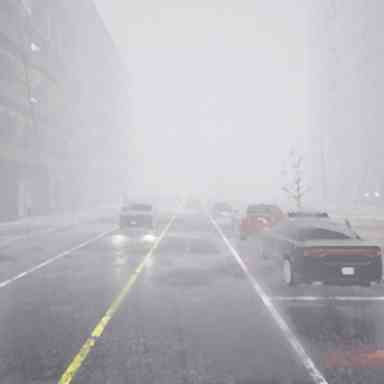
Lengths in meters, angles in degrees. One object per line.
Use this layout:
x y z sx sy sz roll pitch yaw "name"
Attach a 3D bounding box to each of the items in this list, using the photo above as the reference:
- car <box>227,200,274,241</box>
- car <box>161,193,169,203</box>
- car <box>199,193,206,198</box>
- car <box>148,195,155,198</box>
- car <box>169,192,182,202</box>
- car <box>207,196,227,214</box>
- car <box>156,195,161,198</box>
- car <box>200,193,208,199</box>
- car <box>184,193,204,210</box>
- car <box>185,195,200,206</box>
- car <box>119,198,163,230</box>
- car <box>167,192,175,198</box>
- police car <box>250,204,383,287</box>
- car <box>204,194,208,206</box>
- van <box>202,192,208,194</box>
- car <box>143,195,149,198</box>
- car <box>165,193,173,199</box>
3.131 1.244 16.137 2.097 1.767 4.553 0 0 0 "car"
-5.610 1.185 59.957 1.802 1.307 4.206 1 0 0 "car"
2.939 0.937 93.364 2.008 1.369 4.403 1 0 0 "car"
-5.635 1.314 37.679 1.947 1.339 4.313 1 0 0 "car"
-2.925 1.103 65.073 1.837 1.490 4.892 0 0 0 "car"
2.738 1.330 32.098 1.887 1.381 4.507 1 0 0 "car"
-5.627 1.152 43.247 1.967 1.590 4.097 1 0 0 "car"
2.881 0.998 82.934 1.887 1.381 4.507 1 0 0 "car"
0.130 1.223 38.089 1.882 1.535 5.008 0 0 0 "car"
0.088 1.166 48.981 2.128 1.511 4.902 0 0 1 "car"
-3.078 1.343 20.089 1.882 1.535 5.008 0 0 0 "car"
-5.702 0.841 91.138 1.967 1.590 4.097 1 0 0 "car"
3.144 1.362 9.276 1.930 1.638 5.238 0 0 0 "police car"
2.751 1.262 43.237 2.008 1.369 4.403 1 0 0 "car"
2.818 0.849 74.472 1.690 1.788 3.998 1 0 0 "van"
-5.642 1.330 32.109 1.887 1.381 4.507 1 0 0 "car"
-5.663 1.040 82.235 1.802 1.307 4.206 1 0 0 "car"
